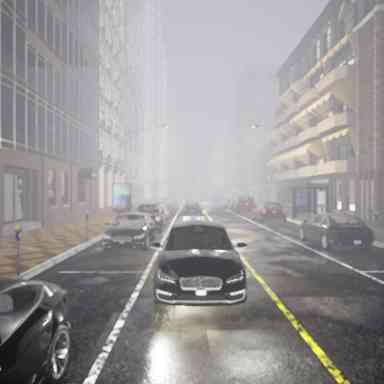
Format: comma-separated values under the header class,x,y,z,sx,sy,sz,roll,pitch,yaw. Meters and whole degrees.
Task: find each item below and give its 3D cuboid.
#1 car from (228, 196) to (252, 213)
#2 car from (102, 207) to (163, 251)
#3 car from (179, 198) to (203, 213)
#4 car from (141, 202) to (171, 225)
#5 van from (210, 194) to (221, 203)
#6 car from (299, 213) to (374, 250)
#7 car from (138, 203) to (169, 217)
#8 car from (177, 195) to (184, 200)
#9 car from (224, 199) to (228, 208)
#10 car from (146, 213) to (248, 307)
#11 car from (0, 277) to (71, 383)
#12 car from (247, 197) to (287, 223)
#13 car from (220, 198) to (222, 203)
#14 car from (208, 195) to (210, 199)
class,x,y,z,sx,sy,sz,roll,pitch,yaw
car,5.646,1.332,36.623,2.192,1.841,5.009,0,0,-1
car,-2.503,1.554,13.943,2.008,1.369,4.403,0,0,-1
car,-0.003,1.576,32.403,1.994,1.385,4.181,0,0,-1
car,-2.617,1.534,25.070,1.752,1.417,4.829,0,0,-1
van,5.299,1.388,70.512,1.690,1.788,3.998,0,0,-1
car,5.876,1.556,14.030,2.008,1.369,4.403,0,0,-1
car,-2.562,1.446,19.593,1.967,1.590,4.097,0,0,-1
car,-3.311,1.512,93.021,1.967,1.590,4.097,0,0,-1
car,5.588,1.603,42.271,1.802,1.307,4.206,0,0,-1
car,0.148,1.507,8.227,1.837,1.490,4.892,0,0,0
car,-2.389,1.566,2.647,1.947,1.339,4.313,0,0,-1
car,5.761,1.451,25.326,1.967,1.590,4.097,0,0,-1
car,5.530,1.606,47.919,1.802,1.307,4.206,0,0,-1
car,5.242,1.620,76.161,1.947,1.339,4.313,0,0,-1
